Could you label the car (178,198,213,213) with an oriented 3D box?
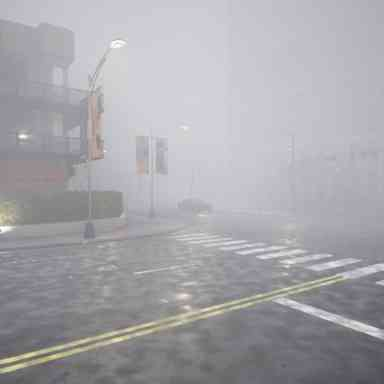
[{"bbox_3d":[0.300,1.478,37.145,1.882,1.535,5.008,0,0,-35],"label":"car"}]
